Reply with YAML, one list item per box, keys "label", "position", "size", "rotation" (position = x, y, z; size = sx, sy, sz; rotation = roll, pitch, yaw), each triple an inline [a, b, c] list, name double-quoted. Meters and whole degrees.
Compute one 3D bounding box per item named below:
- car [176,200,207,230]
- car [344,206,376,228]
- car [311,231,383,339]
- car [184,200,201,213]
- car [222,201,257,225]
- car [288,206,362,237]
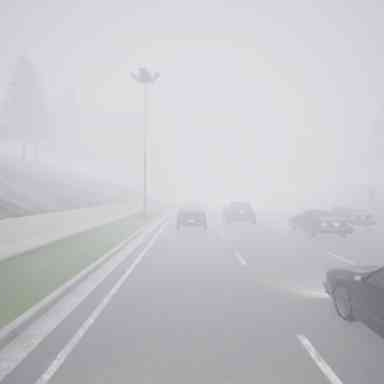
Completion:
- label: "car"
  position: [-0.031, 1.561, 22.010]
  size: [1.882, 1.535, 5.008]
  rotation: [0, 0, 0]
- label: "car"
  position: [10.464, 1.658, 22.915]
  size: [2.033, 1.411, 5.357]
  rotation: [0, 0, 0]
- label: "car"
  position: [3.566, 1.572, 4.271]
  size: [2.033, 1.411, 5.357]
  rotation: [0, 0, 0]
- label: "car"
  position: [0.126, 1.720, 40.836]
  size: [1.994, 1.385, 4.181]
  rotation: [0, 0, 2]
- label: "car"
  position: [3.456, 1.455, 25.094]
  size: [2.097, 1.767, 4.553]
  rotation: [0, 0, 0]
- label: "car"
  position: [6.987, 1.634, 18.567]
  size: [2.033, 1.411, 5.357]
  rotation: [0, 0, 0]
